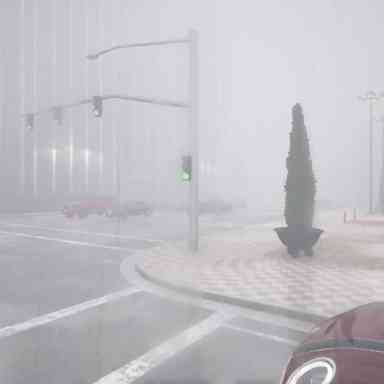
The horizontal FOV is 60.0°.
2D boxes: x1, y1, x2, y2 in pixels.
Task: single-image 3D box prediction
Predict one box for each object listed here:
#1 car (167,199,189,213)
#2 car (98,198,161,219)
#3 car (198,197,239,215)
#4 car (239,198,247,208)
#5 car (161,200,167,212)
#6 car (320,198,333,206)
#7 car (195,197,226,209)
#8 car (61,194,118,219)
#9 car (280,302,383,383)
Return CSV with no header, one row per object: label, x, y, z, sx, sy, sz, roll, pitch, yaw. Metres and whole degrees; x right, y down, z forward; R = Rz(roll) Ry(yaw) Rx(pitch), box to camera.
car,-0.092,1.491,36.405,2.128,1.511,4.902,0,0,35
car,-5.303,1.491,28.933,2.128,1.511,4.902,0,0,35
car,2.549,1.505,33.725,1.837,1.490,4.892,0,0,35
car,5.721,1.491,44.722,2.128,1.511,4.902,0,0,35
car,-3.193,1.564,38.070,1.994,1.385,4.181,0,0,35
car,22.627,1.601,56.418,1.895,1.301,4.718,0,0,34
car,2.638,1.478,46.422,1.882,1.535,5.008,0,0,35
car,-8.898,1.221,29.884,2.150,2.045,5.566,0,0,35
car,2.830,1.352,1.952,4.553,1.767,2.097,0,0,36
